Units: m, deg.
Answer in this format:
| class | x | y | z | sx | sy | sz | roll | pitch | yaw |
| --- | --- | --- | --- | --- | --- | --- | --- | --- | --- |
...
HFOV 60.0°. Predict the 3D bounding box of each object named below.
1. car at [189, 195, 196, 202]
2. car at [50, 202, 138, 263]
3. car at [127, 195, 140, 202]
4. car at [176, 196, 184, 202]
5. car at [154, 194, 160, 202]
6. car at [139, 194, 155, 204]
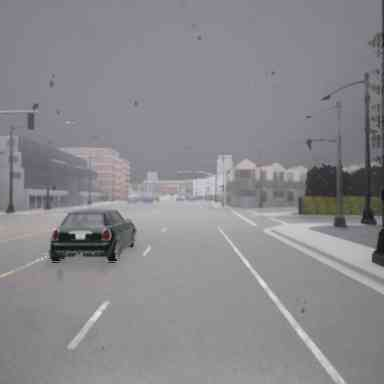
| class | x | y | z | sx | sy | sz | roll | pitch | yaw |
| --- | --- | --- | --- | --- | --- | --- | --- | --- | --- |
| car | 0.037 | 2.086 | 94.416 | 1.895 | 1.301 | 4.718 | 0 | -1 | 0 |
| car | -3.432 | 1.405 | 12.391 | 2.097 | 1.767 | 4.553 | 0 | 0 | 0 |
| car | -13.969 | 2.029 | 78.349 | 1.812 | 1.442 | 4.674 | 0 | 1 | 0 |
| car | -3.463 | 2.008 | 93.973 | 2.128 | 1.511 | 4.902 | 0 | -1 | 0 |
| car | -10.463 | 1.716 | 94.171 | 2.150 | 2.045 | 5.566 | 0 | -1 | 0 |
| car | -10.469 | 1.983 | 78.347 | 1.882 | 1.535 | 5.008 | 0 | 1 | 0 |
